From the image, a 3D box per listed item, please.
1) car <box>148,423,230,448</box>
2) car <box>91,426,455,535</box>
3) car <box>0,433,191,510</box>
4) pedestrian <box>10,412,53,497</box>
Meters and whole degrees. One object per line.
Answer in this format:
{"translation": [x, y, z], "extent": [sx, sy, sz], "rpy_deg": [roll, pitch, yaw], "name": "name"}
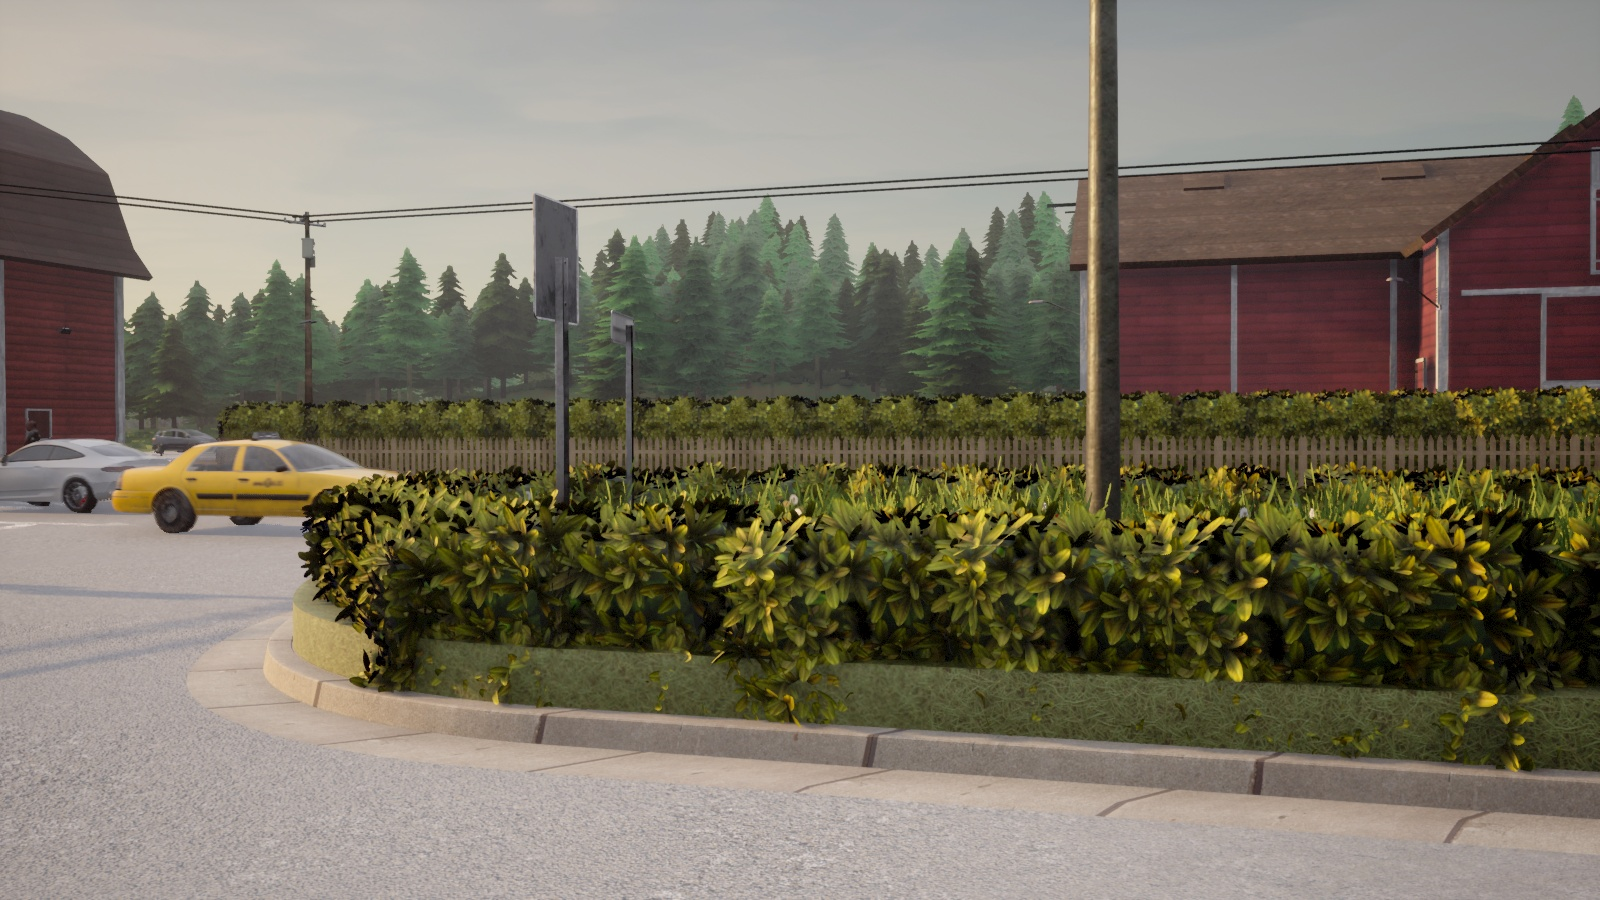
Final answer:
{"translation": [-41.077, -0.975, 84.426], "extent": [4.611, 1.667, 2.242], "rpy_deg": [0, 1, 16], "name": "car"}
{"translation": [-8.318, 0.416, 19.870], "extent": [5.366, 1.575, 1.801], "rpy_deg": [0, 1, 16], "name": "car"}
{"translation": [-14.945, 0.388, 25.467], "extent": [4.674, 1.442, 1.812], "rpy_deg": [0, 1, 17], "name": "car"}
{"translation": [-16.986, 0.101, 27.768], "extent": [0.720, 1.854, 0.376], "rpy_deg": [0, 1, -16], "name": "pedestrian"}
